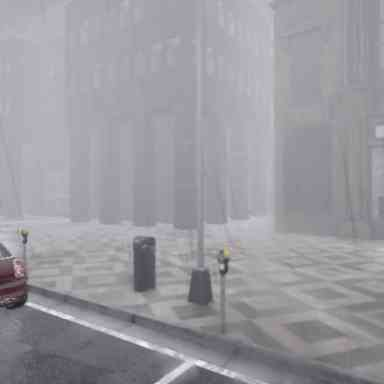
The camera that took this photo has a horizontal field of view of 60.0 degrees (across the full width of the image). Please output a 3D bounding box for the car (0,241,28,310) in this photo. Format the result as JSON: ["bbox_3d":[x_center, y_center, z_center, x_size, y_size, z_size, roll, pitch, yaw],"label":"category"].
[{"bbox_3d":[-5.193,1.526,6.774,4.097,1.590,1.967,-1,0,35],"label":"car"}]
